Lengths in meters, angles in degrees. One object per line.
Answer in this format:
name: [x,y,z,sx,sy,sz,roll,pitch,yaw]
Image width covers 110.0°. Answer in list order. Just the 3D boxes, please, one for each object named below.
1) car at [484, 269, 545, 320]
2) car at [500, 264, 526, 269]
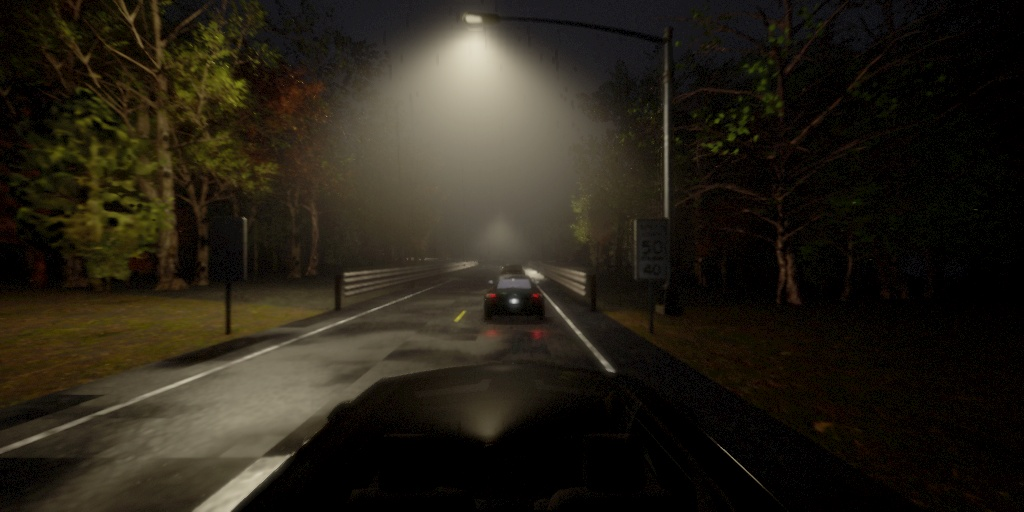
car: [0.079,1.352,12.929,1.994,1.385,4.181,0,0,0]
car: [0.086,1.345,27.750,1.837,1.490,4.892,0,0,0]
